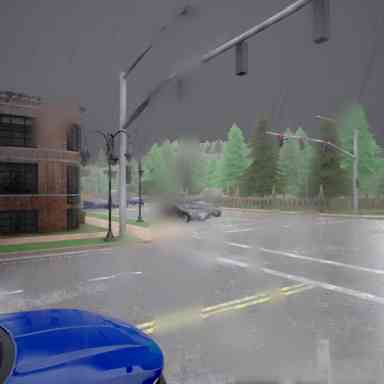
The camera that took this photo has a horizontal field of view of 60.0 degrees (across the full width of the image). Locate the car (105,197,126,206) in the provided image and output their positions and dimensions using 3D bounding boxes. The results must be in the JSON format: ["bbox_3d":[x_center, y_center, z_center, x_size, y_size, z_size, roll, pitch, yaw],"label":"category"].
[{"bbox_3d":[-12.611,1.564,54.573,1.994,1.385,4.181,0,0,-35],"label":"car"}]

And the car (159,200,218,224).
[{"bbox_3d":[-0.647,1.491,24.918,2.128,1.511,4.902,0,0,-35],"label":"car"}]

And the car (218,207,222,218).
[{"bbox_3d":[0.624,1.505,29.210,1.837,1.490,4.892,0,0,-35],"label":"car"}]

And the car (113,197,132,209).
[{"bbox_3d":[-10.183,1.572,44.822,1.994,1.385,4.181,0,0,-35],"label":"car"}]

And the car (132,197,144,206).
[{"bbox_3d":[-9.813,1.526,56.679,1.812,1.442,4.674,0,0,-35],"label":"car"}]

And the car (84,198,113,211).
[{"bbox_3d":[-11.868,1.477,41.083,1.882,1.535,5.008,0,0,-34],"label":"car"}]

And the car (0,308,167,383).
[{"bbox_3d":[-2.486,1.478,1.968,5.008,1.535,1.882,0,0,-36],"label":"car"}]
